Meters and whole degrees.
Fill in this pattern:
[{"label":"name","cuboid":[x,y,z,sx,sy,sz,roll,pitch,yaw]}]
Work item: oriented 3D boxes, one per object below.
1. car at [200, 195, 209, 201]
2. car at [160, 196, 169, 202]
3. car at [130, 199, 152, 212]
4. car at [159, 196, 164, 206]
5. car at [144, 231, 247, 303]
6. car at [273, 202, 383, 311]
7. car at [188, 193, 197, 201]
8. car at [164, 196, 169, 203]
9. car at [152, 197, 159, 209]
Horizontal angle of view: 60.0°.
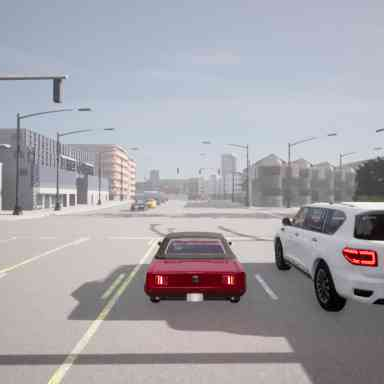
[{"label":"car","cuboid":[3.520,1.523,89.240,2.097,1.767,4.553,0,-1,0]},{"label":"car","cuboid":[-6.981,1.680,85.319,1.812,1.442,4.674,0,0,0]},{"label":"car","cuboid":[-7.085,1.847,44.916,2.128,1.511,4.902,0,-1,0]},{"label":"car","cuboid":[-7.024,1.863,64.921,1.837,1.490,4.892,0,1,0]},{"label":"car","cuboid":[0.071,1.617,8.211,1.895,1.301,4.718,0,0,0]},{"label":"car","cuboid":[3.565,1.234,7.919,2.150,2.045,5.566,0,0,0]},{"label":"car","cuboid":[0.020,1.389,88.887,2.150,2.045,5.566,0,-1,0]},{"label":"car","cuboid":[-6.984,1.741,75.067,2.128,1.511,4.902,0,1,0]},{"label":"car","cuboid":[-7.071,1.894,55.299,1.882,1.535,5.008,0,0,0]}]
